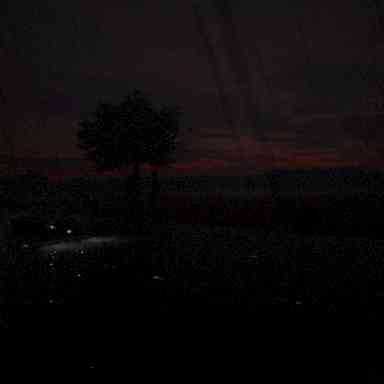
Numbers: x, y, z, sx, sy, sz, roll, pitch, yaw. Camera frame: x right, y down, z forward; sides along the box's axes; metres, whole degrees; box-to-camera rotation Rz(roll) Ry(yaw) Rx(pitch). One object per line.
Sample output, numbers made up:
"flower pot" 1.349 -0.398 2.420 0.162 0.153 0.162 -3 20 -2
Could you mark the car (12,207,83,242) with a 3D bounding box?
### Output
"car" -7.266 1.478 16.414 4.674 1.442 1.812 0 3 41
